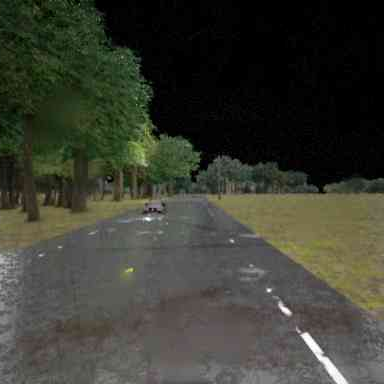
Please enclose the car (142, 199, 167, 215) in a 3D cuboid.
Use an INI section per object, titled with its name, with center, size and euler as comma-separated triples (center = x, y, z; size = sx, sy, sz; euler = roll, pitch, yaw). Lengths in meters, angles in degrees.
[car]
center = -3.398, 1.369, 30.805
size = 1.994, 1.385, 4.181
euler = 0, 1, 0
